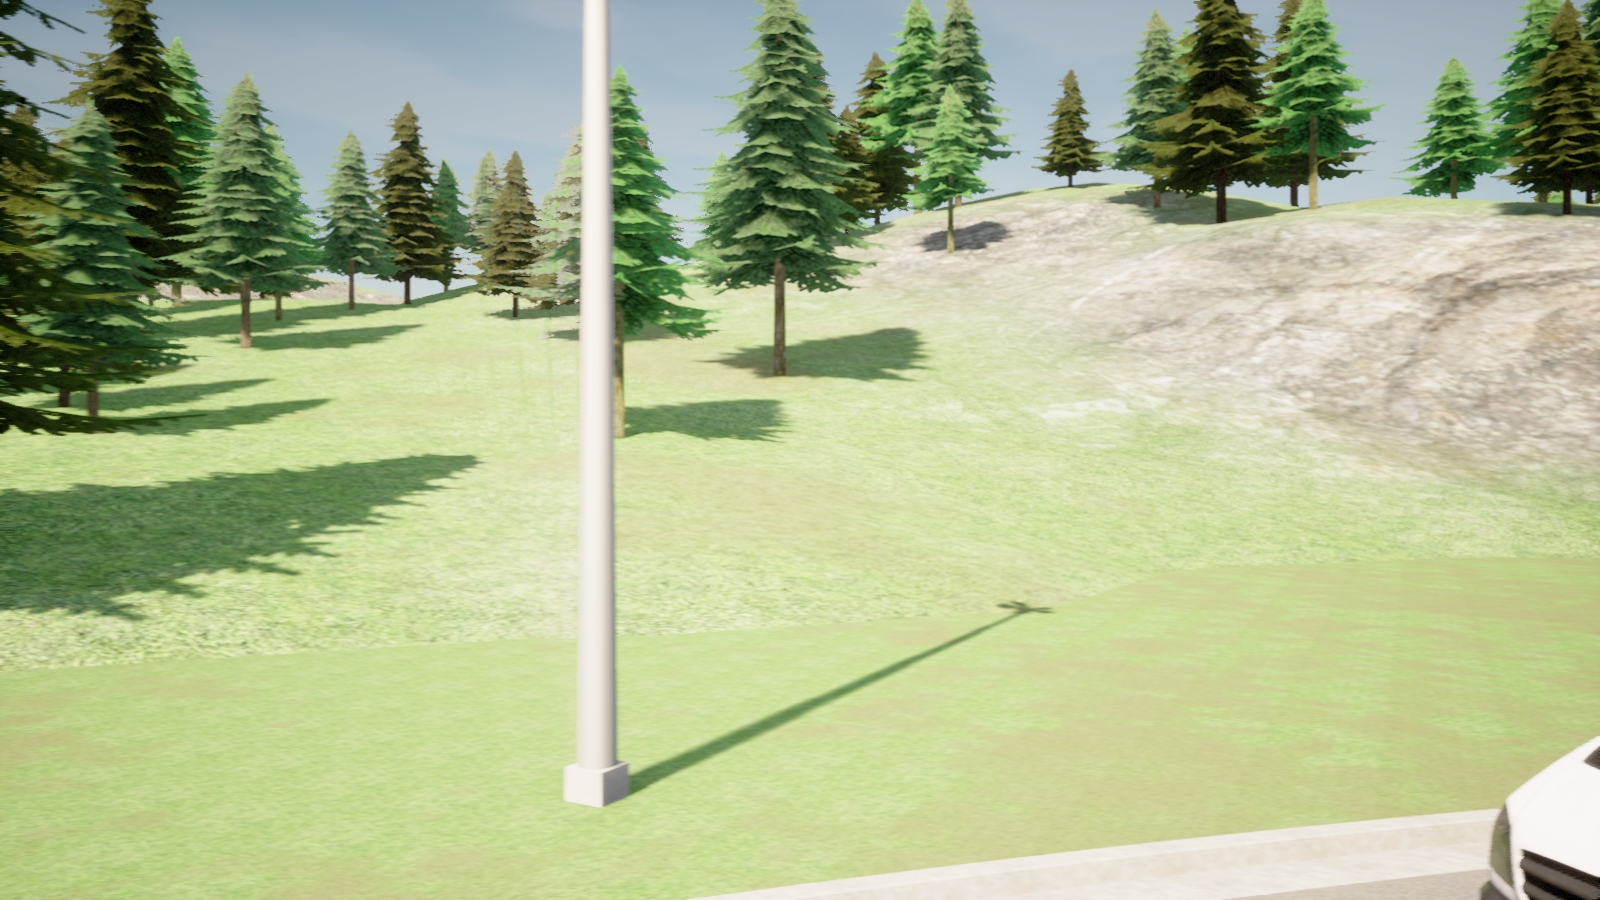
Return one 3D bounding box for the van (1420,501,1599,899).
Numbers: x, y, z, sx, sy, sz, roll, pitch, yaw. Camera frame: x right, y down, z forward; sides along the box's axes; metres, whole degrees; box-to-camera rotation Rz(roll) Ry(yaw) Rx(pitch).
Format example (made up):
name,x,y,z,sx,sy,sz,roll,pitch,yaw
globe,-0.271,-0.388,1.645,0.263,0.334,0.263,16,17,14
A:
name,x,y,z,sx,sy,sz,roll,pitch,yaw
van,6.215,1.531,5.384,5.915,2.561,1.988,0,-1,-13
